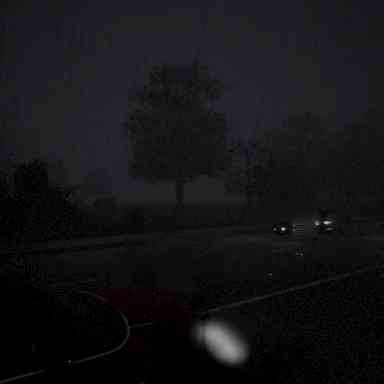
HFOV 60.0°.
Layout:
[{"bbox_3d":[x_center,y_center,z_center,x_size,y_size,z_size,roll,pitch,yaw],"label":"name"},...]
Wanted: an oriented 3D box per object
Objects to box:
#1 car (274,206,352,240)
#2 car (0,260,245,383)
[{"bbox_3d":[6.275,1.498,17.062,4.892,1.490,1.837,0,0,-35],"label":"car"},{"bbox_3d":[-1.720,1.353,2.521,4.553,1.767,2.097,0,0,-35],"label":"car"}]
